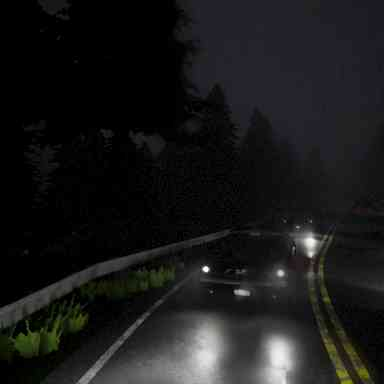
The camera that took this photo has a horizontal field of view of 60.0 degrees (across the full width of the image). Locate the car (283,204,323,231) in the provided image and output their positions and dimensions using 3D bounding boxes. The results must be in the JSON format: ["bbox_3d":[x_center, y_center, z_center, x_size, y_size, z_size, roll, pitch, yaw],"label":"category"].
[{"bbox_3d":[6.794,1.459,20.129,2.033,1.411,5.357,-2,0,26],"label":"car"}]

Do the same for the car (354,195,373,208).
[{"bbox_3d":[20.787,1.057,40.181,2.128,1.511,4.902,-2,0,28],"label":"car"}]

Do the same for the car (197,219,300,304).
[{"bbox_3d":[1.633,1.599,8.433,1.895,1.301,4.718,-1,0,18],"label":"car"}]
